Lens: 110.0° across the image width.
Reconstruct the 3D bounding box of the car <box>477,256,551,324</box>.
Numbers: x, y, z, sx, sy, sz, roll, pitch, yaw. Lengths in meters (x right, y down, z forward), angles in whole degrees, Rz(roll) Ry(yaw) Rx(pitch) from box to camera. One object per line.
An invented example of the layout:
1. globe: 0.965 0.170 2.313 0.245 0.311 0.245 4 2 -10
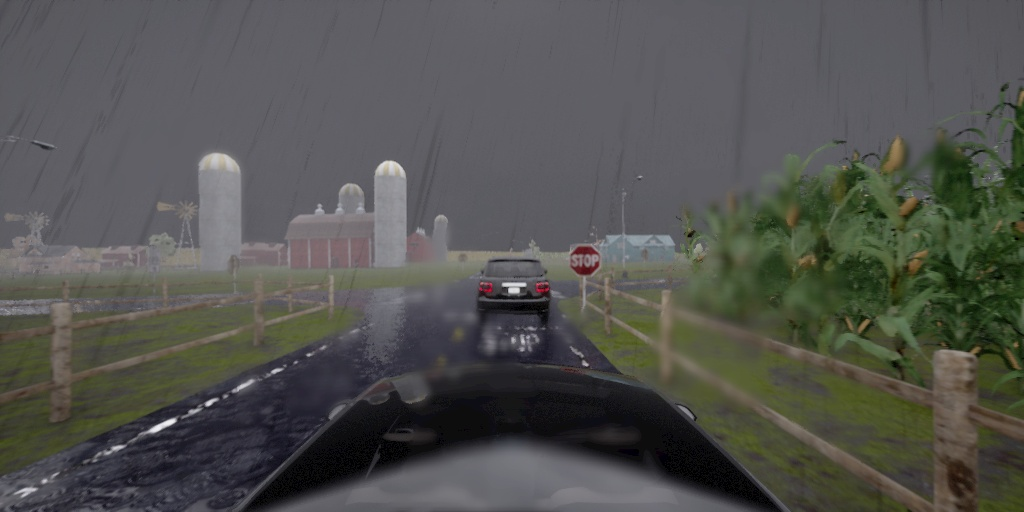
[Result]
1. car: 0.072 1.015 12.362 2.150 2.045 5.566 0 0 0
